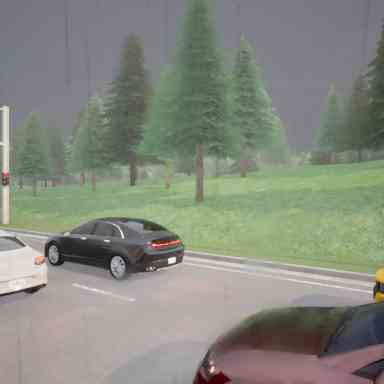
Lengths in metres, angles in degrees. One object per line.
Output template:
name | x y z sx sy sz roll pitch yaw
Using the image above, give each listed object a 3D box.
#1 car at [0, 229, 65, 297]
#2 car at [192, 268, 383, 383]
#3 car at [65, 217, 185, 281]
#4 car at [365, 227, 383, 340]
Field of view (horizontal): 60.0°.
car | -5.107 1.526 7.534 4.674 1.442 1.812 0 0 36
car | 2.045 1.564 2.532 4.181 1.385 1.994 0 0 35
car | -2.474 1.505 9.944 4.892 1.490 1.837 0 0 36
car | 5.297 1.478 4.510 5.008 1.535 1.882 0 0 36
